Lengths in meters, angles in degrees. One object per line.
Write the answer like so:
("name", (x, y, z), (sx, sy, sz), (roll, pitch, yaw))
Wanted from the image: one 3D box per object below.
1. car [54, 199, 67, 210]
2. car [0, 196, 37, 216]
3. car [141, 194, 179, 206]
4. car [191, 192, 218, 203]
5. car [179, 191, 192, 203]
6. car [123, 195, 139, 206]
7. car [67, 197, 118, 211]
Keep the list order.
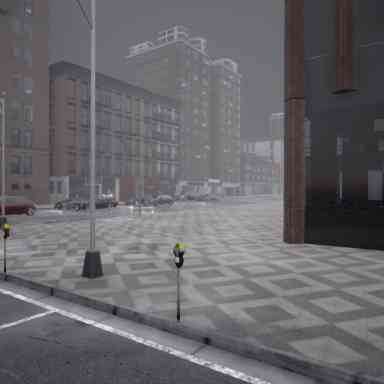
("car", (-12.742, 1.194, 36.215), (1.994, 1.385, 4.181), (0, 1, 34))
("car", (-15.265, 1.124, 27.106), (2.097, 1.767, 4.553), (0, 1, 36))
("car", (-4.174, 1.032, 42.526), (1.812, 1.442, 4.674), (0, 1, 36))
("car", (2.283, 0.922, 51.442), (1.994, 1.385, 4.181), (0, 1, 36))
("car", (-0.941, 0.706, 52.534), (2.097, 1.767, 4.553), (0, 1, 36))
("car", (-6.929, 0.997, 44.259), (1.837, 1.490, 4.892), (0, 1, 36))
("car", (-10.019, 1.246, 34.403), (1.895, 1.301, 4.718), (0, 1, 36))
